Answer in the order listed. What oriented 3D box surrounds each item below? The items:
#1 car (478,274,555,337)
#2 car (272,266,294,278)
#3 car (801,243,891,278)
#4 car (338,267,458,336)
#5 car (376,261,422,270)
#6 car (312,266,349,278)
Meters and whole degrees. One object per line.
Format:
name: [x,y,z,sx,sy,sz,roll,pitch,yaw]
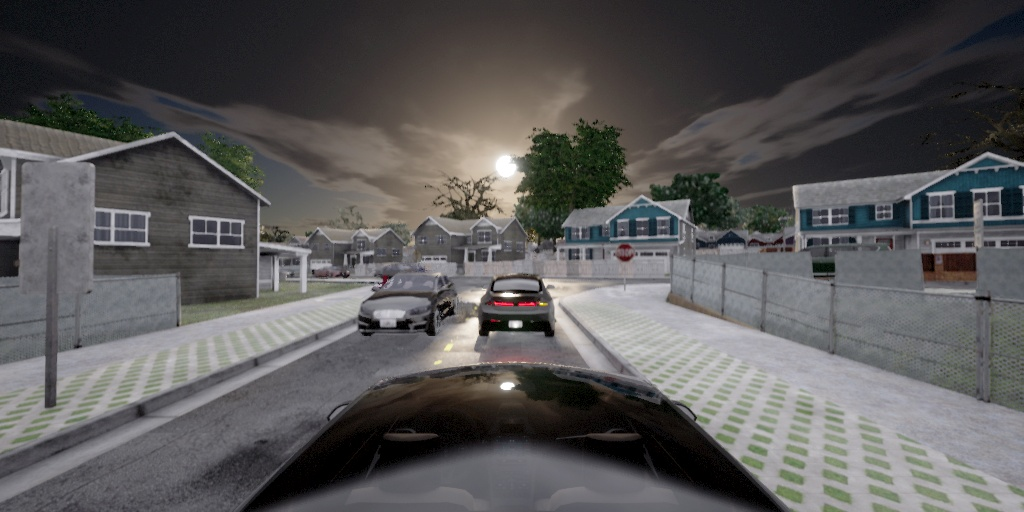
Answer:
car: [0.170,1.236,10.228,1.837,1.490,4.892,0,0,2]
car: [-28.307,1.952,43.234,4.902,1.511,2.128,-2,-2,29]
car: [15.927,0.442,18.448,5.566,2.045,2.150,-2,-2,36]
car: [-2.747,1.224,10.398,2.128,1.511,4.902,0,0,0]
car: [-10.220,1.460,32.548,5.357,1.411,2.033,-2,-2,32]
car: [-19.106,1.746,37.927,4.181,1.385,1.994,-2,-2,30]
